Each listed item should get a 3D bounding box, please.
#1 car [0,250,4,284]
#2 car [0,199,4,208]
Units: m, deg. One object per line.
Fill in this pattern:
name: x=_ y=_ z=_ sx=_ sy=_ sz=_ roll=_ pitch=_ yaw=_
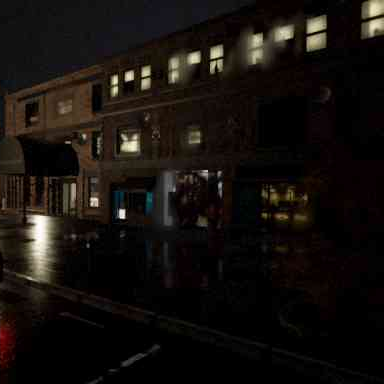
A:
car: x=-6.255 y=1.503 z=7.815 sx=4.892 sy=1.490 sz=1.837 roll=0 pitch=0 yaw=36
car: x=-24.790 y=1.478 z=41.946 sx=1.994 sy=1.385 sz=4.181 roll=1 pitch=1 yaw=36
